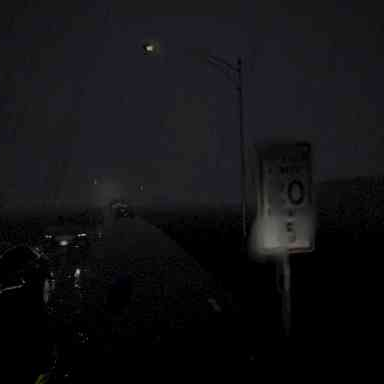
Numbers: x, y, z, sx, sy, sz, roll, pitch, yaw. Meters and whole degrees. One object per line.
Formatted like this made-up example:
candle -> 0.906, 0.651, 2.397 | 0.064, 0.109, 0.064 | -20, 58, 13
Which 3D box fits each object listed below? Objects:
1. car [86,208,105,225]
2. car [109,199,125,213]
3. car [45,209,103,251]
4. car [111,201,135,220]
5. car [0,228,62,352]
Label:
car -> -8.588, 2.069, 28.999 | 2.033, 1.411, 5.357 | -1, -1, -14
car -> -9.968, 1.942, 45.180 | 2.150, 2.045, 5.566 | -1, 0, -15
car -> -5.576, 1.798, 15.583 | 2.128, 1.511, 4.902 | -1, -1, -12
car -> -6.986, 2.023, 34.378 | 2.128, 1.511, 4.902 | -1, -1, -15
car -> -3.650, 1.657, 5.331 | 1.837, 1.490, 4.892 | -1, -1, -10
